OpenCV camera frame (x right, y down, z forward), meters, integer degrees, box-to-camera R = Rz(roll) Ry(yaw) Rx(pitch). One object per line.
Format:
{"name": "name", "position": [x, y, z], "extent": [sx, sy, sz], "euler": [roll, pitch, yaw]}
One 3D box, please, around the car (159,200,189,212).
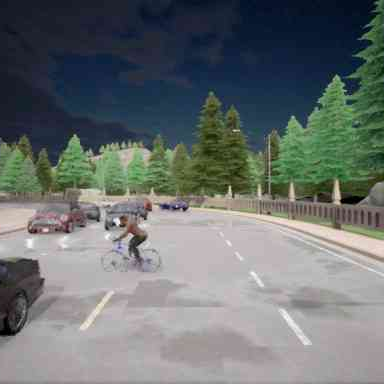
{"name": "car", "position": [-2.221, 1.601, 38.762], "extent": [1.895, 1.301, 4.718], "euler": [0, 0, -28]}

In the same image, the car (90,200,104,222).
{"name": "car", "position": [-8.135, 1.570, 25.848], "extent": [1.994, 1.385, 4.181], "euler": [0, 0, -14]}

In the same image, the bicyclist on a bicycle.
{"name": "bicyclist on a bicycle", "position": [-1.691, 1.455, 9.156], "extent": [1.656, 1.620, 0.582], "euler": [-2, 0, -1]}

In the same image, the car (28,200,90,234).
{"name": "car", "position": [-7.611, 1.351, 19.095], "extent": [2.097, 1.767, 4.553], "euler": [0, 0, -5]}

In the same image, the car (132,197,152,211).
{"name": "car", "position": [-6.387, 1.352, 38.880], "extent": [2.097, 1.767, 4.553], "euler": [0, 0, -30]}

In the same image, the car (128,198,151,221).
{"name": "car", "position": [-4.737, 1.471, 26.688], "extent": [1.994, 1.385, 4.181], "euler": [0, 0, -14]}

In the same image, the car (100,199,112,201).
{"name": "car", "position": [-12.178, 1.601, 46.360], "extent": [1.895, 1.301, 4.718], "euler": [0, 0, -43]}

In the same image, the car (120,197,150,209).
{"name": "car", "position": [-8.101, 1.505, 47.245], "extent": [1.837, 1.490, 4.892], "euler": [0, 0, -43]}

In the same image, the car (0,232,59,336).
{"name": "car", "position": [-3.636, 1.548, 3.946], "extent": [2.033, 1.411, 5.357], "euler": [0, 0, -1]}

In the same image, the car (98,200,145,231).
{"name": "car", "position": [-4.241, 1.492, 20.733], "extent": [2.128, 1.511, 4.902], "euler": [0, 0, -6]}
